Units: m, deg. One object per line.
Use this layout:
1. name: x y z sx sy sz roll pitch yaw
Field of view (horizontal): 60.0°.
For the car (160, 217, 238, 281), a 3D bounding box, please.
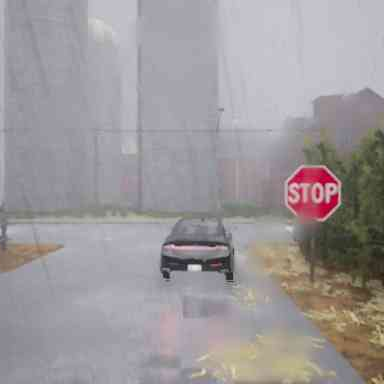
1. car: 0.308 1.478 9.857 2.128 1.511 4.902 0 0 6
